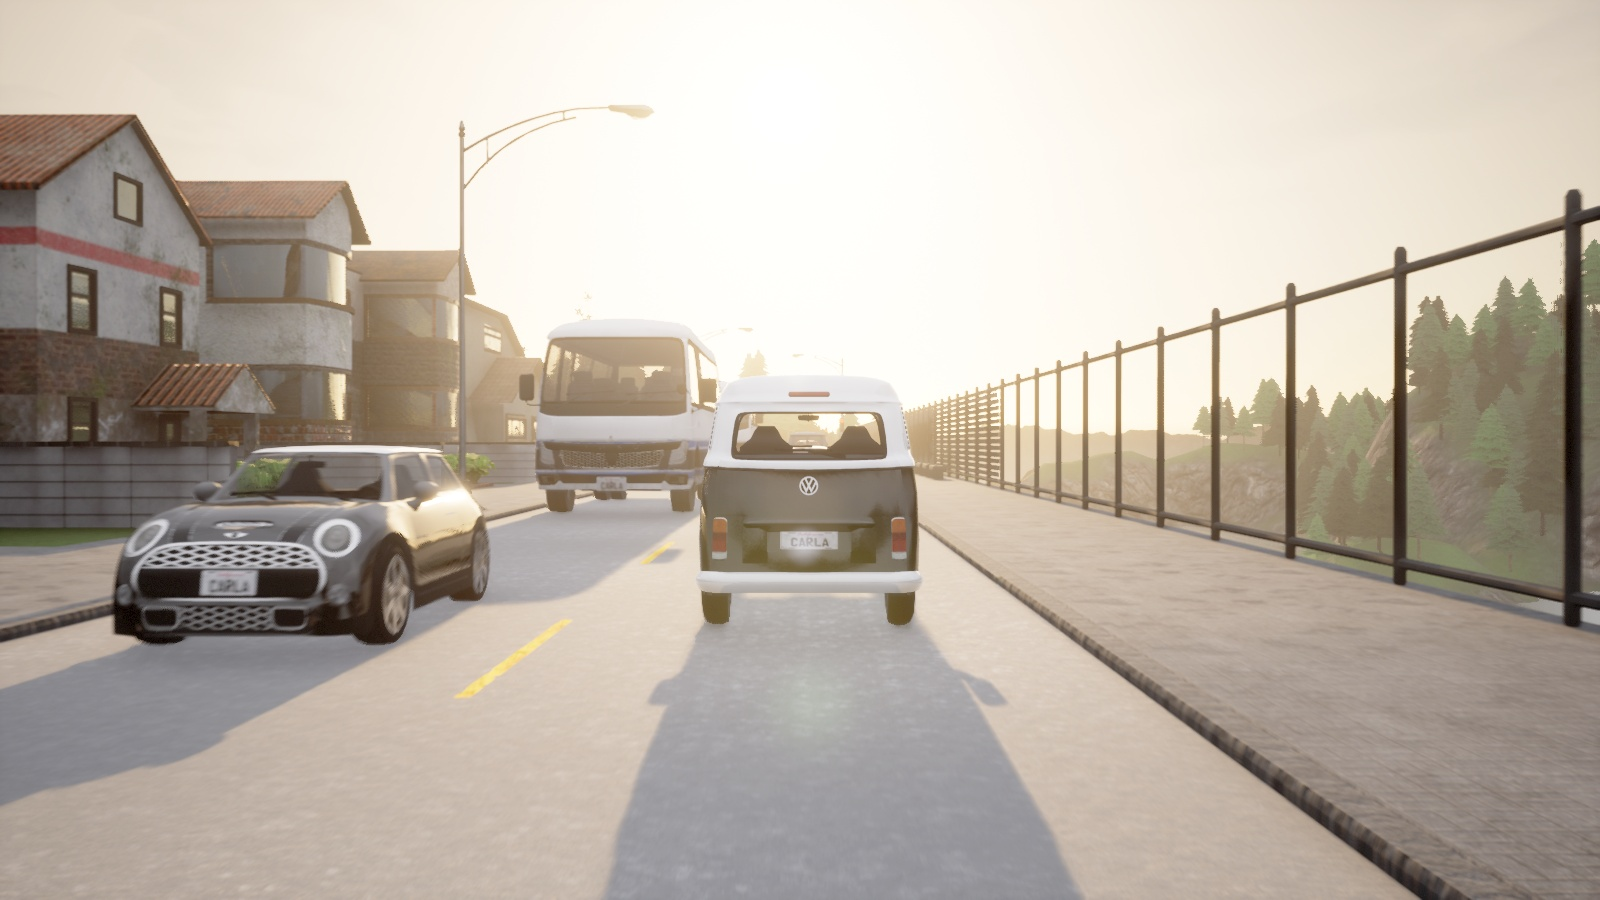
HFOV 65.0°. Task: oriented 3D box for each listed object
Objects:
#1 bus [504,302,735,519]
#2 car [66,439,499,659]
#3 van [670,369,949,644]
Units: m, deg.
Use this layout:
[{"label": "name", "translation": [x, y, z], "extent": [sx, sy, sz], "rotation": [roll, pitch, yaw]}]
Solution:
[{"label": "bus", "translation": [-3.813, -0.801, 29.813], "extent": [3.944, 4.253, 10.273], "rotation": [0, 0, 0]}, {"label": "car", "translation": [-3.926, 0.651, 10.319], "extent": [1.970, 1.475, 3.806], "rotation": [0, 0, 0]}, {"label": "van", "translation": [0.081, 0.405, 11.548], "extent": [2.069, 2.038, 4.480], "rotation": [0, 0, 0]}]
